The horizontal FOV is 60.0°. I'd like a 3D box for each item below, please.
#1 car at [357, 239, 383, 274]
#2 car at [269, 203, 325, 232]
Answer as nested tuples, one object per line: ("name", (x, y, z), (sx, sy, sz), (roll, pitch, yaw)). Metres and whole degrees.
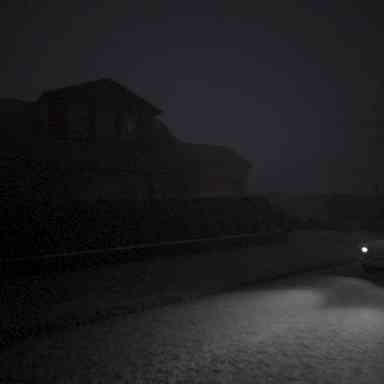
("car", (6.677, 1.589, 9.339), (4.718, 1.301, 1.895), (0, 0, -35))
("car", (4.642, 1.339, 18.697), (2.033, 1.415, 5.357), (0, 0, -33))
